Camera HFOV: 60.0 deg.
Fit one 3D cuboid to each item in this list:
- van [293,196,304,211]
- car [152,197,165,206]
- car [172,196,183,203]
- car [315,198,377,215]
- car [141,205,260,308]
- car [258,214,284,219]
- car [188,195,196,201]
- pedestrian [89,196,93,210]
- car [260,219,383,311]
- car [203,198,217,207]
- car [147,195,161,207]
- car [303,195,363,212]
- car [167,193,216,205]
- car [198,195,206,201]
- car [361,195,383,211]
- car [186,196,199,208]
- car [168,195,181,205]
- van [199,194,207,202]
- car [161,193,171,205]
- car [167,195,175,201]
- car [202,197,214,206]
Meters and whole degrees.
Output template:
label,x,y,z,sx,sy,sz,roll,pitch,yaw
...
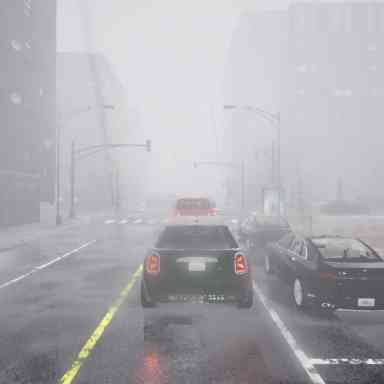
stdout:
label,x,y,z,sx,sy,sz,roll,pitch,yaw
van,13.751,1.297,38.155,3.998,1.788,1.690,0,0,0
car,-5.698,1.566,56.940,1.887,1.381,4.507,1,0,0
car,-3.024,1.553,70.660,2.128,1.511,4.902,0,0,0
car,13.693,1.413,29.774,4.206,1.307,1.802,0,0,0
car,0.098,1.354,8.065,2.097,1.767,4.553,0,0,0
car,2.826,1.555,13.139,2.008,1.369,4.403,1,0,0
car,-0.029,1.536,86.619,1.837,1.490,4.892,0,0,0
pedestrian,-12.542,1.348,41.291,0.375,1.860,0.375,0,0,0
car,2.828,1.553,7.569,2.008,1.369,4.403,1,0,0
car,2.684,1.585,51.331,1.947,1.339,4.313,1,0,0
car,-5.692,1.334,51.369,2.192,1.841,5.009,1,0,0
car,14.977,1.385,35.553,5.008,1.535,1.882,0,-1,2
car,0.082,1.228,17.536,2.150,2.045,5.566,0,0,0
car,2.671,1.582,90.329,1.887,1.381,4.507,1,0,0
car,19.278,1.228,38.118,5.009,1.841,2.192,0,0,0
car,0.089,1.496,50.653,1.882,1.535,5.008,0,0,0
car,-3.089,1.375,60.590,2.097,1.767,4.553,0,0,0
van,2.677,1.373,79.188,1.690,1.788,3.998,1,0,0
car,-3.138,1.240,51.021,2.150,2.045,5.566,0,0,0
car,-5.710,1.603,90.366,1.947,1.339,4.313,1,0,0
car,2.682,1.604,56.902,1.802,1.307,4.206,1,0,0
